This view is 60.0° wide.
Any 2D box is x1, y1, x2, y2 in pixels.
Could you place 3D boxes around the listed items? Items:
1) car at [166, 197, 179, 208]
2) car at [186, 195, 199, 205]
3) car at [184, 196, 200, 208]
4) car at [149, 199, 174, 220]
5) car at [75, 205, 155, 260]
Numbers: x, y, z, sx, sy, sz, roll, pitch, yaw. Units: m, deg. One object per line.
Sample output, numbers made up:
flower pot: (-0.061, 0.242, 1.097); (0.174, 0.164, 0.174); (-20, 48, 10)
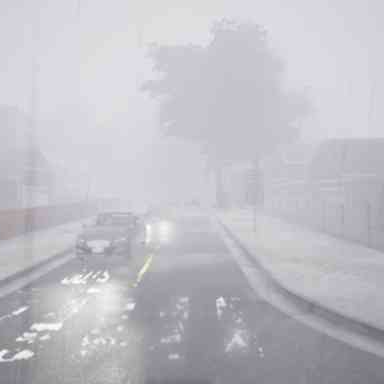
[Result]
car: (-2.765, 1.394, 44.145); (2.033, 1.411, 5.357); (-1, 0, 1)
car: (0.025, 1.269, 53.675); (1.994, 1.385, 4.181); (-1, 0, 0)
car: (0.014, 1.263, 43.254); (1.882, 1.535, 5.008); (-1, 0, 0)
car: (-2.842, 1.545, 27.907); (1.895, 1.301, 4.718); (-1, 0, 0)
car: (-2.861, 1.493, 12.552); (2.128, 1.511, 4.902); (-1, 0, 0)
